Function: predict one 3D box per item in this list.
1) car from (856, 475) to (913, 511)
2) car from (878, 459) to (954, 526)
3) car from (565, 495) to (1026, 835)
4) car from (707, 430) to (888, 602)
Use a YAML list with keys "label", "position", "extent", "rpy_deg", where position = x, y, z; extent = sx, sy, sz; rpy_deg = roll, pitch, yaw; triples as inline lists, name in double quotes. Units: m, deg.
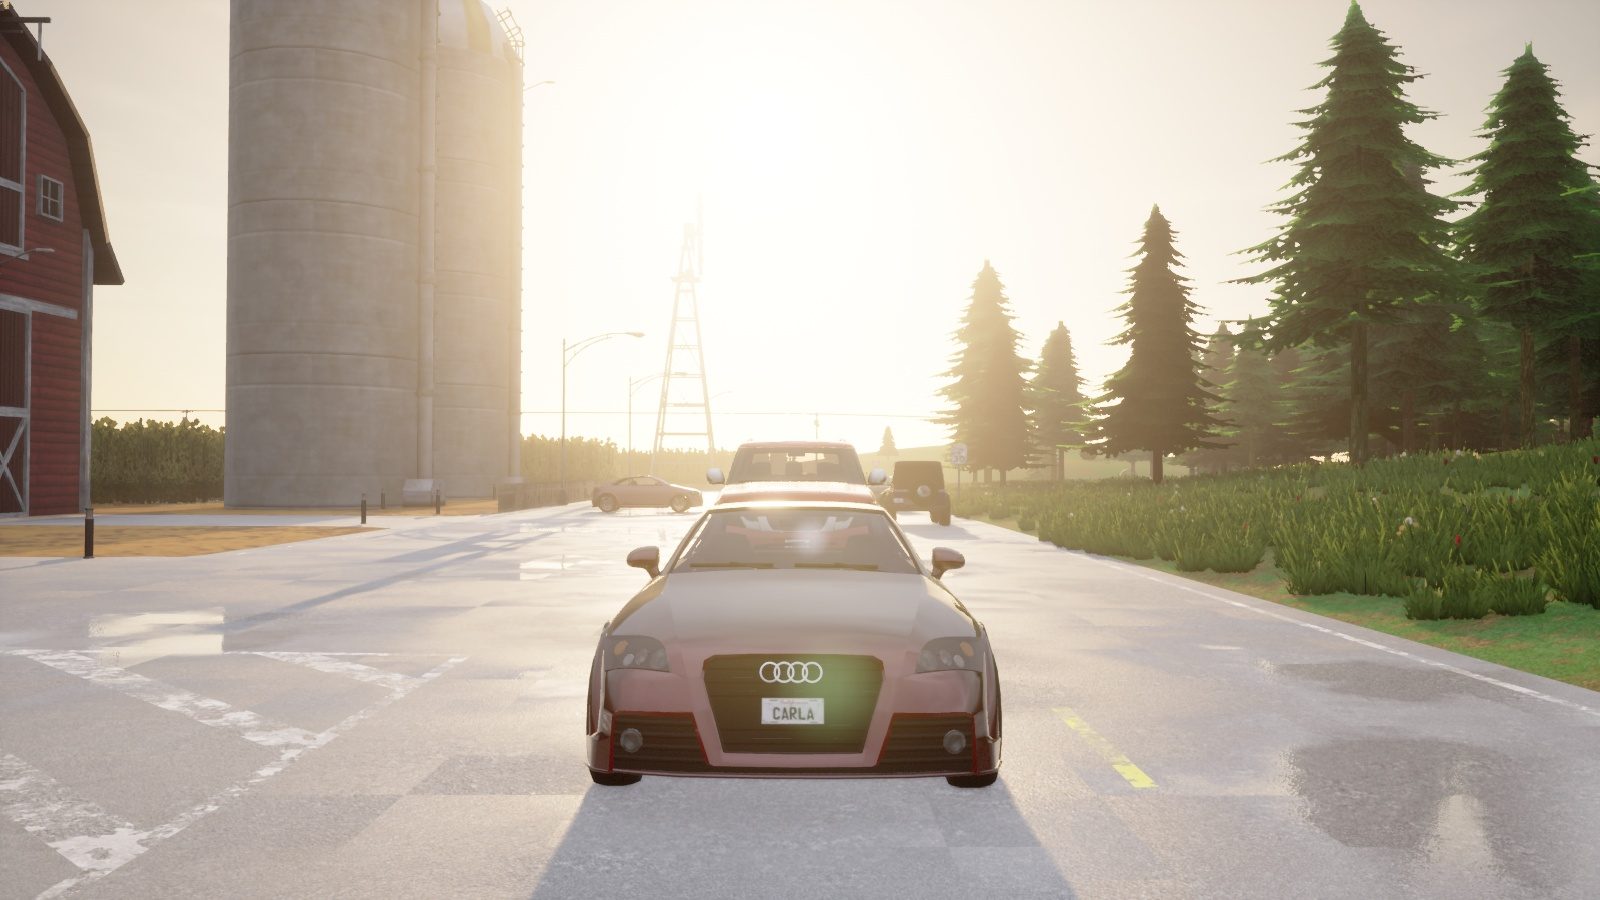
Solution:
- label: "car"
  position: [3.369, 1.714, 50.675]
  extent: [1.994, 1.385, 4.181]
  rpy_deg: [0, -1, 0]
- label: "car"
  position: [3.403, 1.224, 37.431]
  extent: [1.905, 1.878, 3.866]
  rpy_deg: [0, -1, 0]
- label: "car"
  position: [-0.017, 1.005, 7.538]
  extent: [1.994, 1.385, 4.181]
  rpy_deg: [0, -1, 0]
- label: "car"
  position: [-0.049, 0.832, 17.781]
  extent: [2.150, 2.045, 5.566]
  rpy_deg: [0, -1, 0]
